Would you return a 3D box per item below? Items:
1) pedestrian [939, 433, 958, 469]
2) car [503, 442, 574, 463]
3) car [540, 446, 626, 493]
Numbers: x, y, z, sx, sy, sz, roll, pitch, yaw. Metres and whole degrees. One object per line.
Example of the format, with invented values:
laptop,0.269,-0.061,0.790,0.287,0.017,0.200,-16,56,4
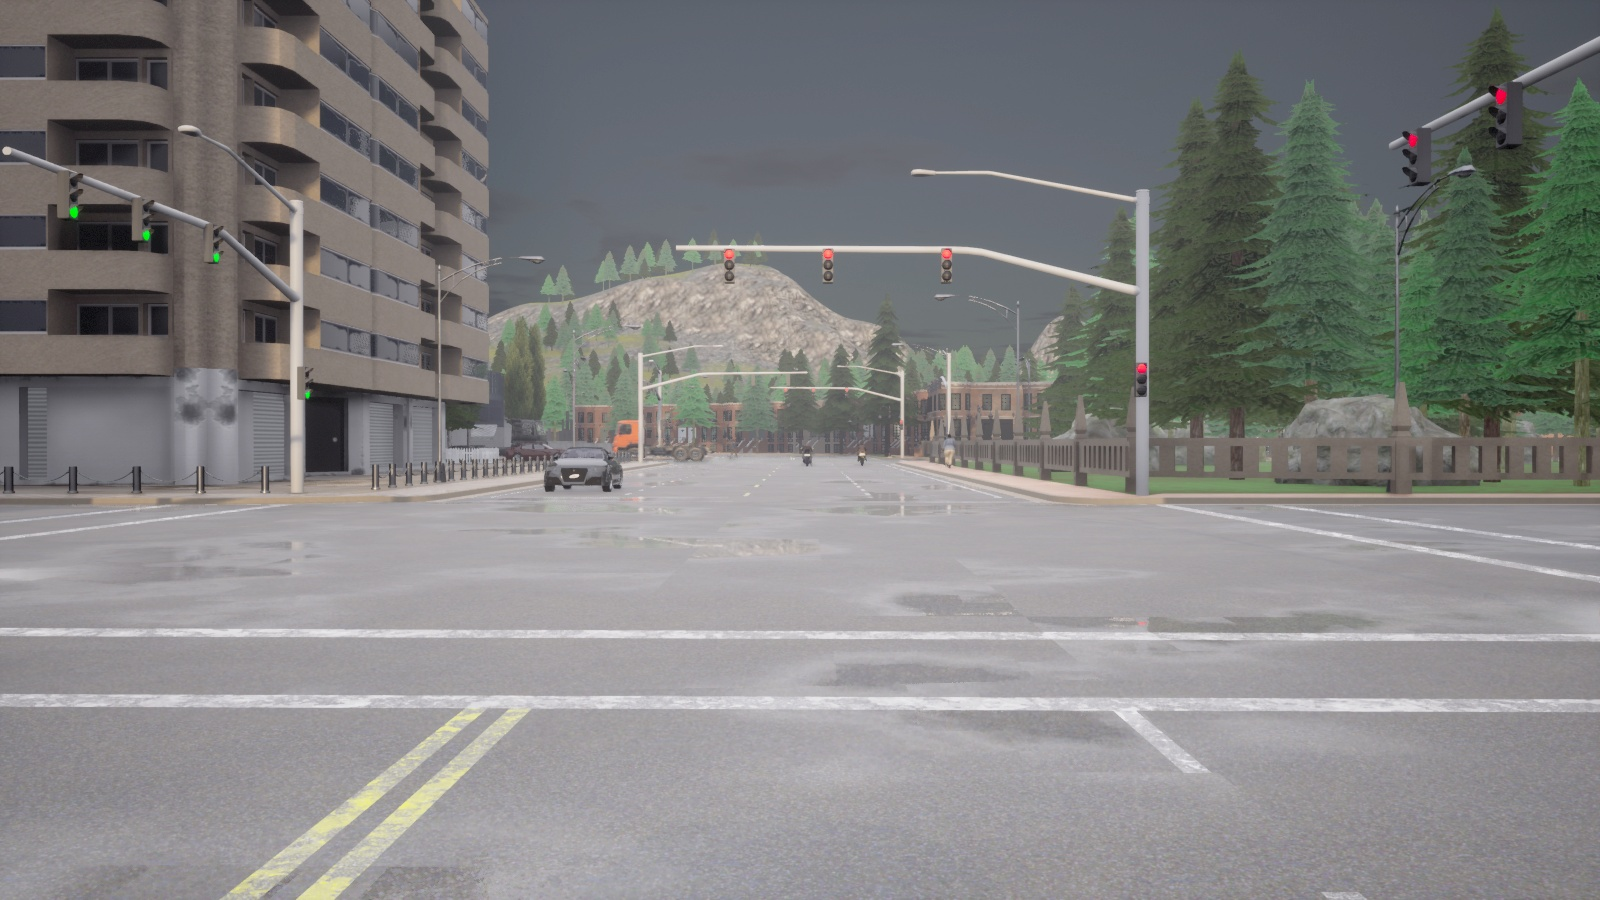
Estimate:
pedestrian,7.709,0.043,65.284,0.874,1.855,0.900,0,0,-2
car,-19.808,0.170,95.341,5.008,1.535,1.882,0,0,0
car,-6.774,0.582,39.592,1.994,1.385,4.181,0,0,0
